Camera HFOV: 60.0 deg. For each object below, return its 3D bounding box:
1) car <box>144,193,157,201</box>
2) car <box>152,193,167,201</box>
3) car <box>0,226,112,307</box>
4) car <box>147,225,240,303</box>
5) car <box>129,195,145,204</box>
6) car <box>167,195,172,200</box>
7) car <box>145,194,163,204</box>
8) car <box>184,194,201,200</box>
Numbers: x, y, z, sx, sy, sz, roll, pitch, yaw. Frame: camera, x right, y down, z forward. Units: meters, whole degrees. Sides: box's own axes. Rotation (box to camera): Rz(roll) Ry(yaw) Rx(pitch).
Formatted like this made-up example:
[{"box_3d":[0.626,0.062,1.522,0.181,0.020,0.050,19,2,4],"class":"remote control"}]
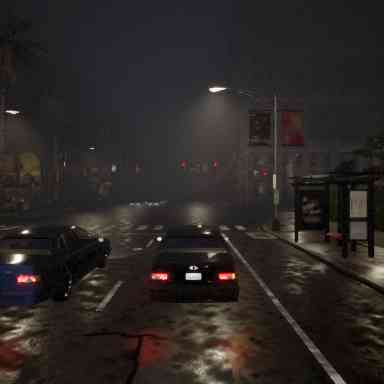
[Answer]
[{"box_3d":[-10.854,1.225,87.490,2.150,2.045,5.566,0,0,6],"class":"car"},{"box_3d":[-7.568,1.355,76.973,2.097,1.767,4.553,0,0,0],"class":"car"},{"box_3d":[-3.476,1.547,8.236,2.033,1.411,5.357,0,0,0],"class":"car"},{"box_3d":[0.024,1.547,8.421,2.033,1.411,5.357,0,0,0],"class":"car"},{"box_3d":[-11.008,1.564,65.373,1.994,1.385,4.181,0,0,0],"class":"car"},{"box_3d":[-7.345,1.500,87.340,1.837,1.490,4.892,0,0,6],"class":"car"},{"box_3d":[-7.516,1.564,65.629,1.994,1.385,4.181,0,0,0],"class":"car"},{"box_3d":[0.168,1.540,90.231,2.033,1.411,5.357,0,0,12],"class":"car"}]
